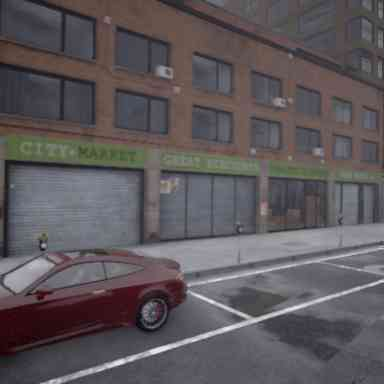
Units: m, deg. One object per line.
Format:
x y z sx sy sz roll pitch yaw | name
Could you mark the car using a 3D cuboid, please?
-2.008 1.591 5.323 4.206 1.307 1.802 0 0 -35 | car
